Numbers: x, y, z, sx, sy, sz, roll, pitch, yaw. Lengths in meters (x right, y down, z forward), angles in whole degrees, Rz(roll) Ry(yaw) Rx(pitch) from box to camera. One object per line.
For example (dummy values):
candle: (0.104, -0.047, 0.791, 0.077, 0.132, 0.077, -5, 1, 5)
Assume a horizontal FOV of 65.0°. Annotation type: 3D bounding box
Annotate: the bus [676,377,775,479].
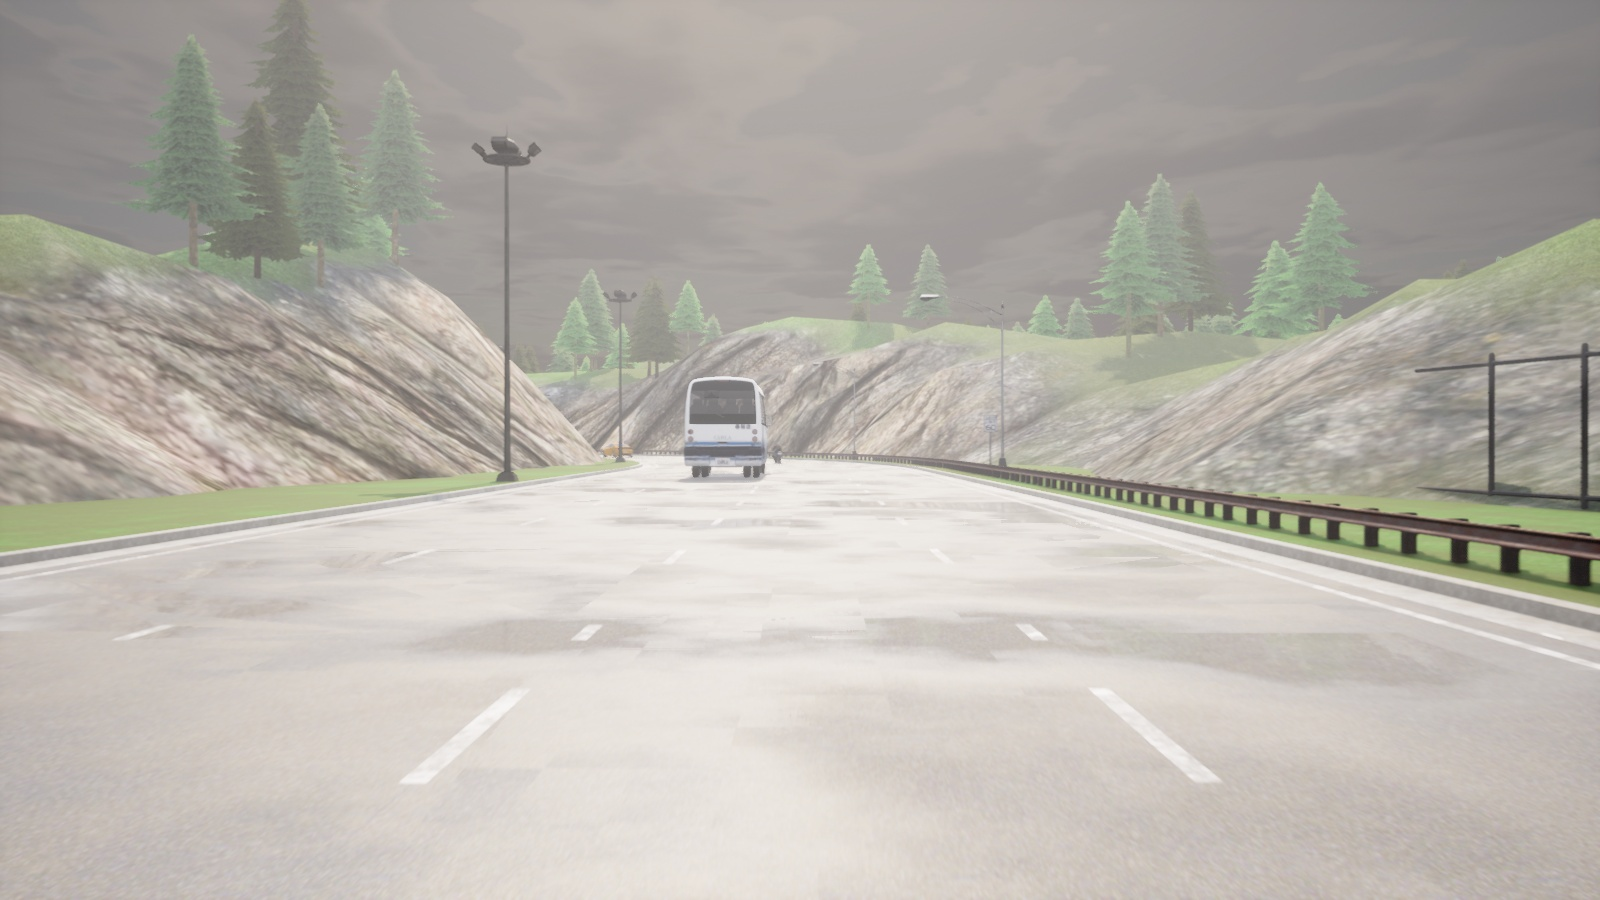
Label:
bus: (-3.204, -0.957, 57.616, 3.944, 4.253, 10.273, 0, 0, 0)
